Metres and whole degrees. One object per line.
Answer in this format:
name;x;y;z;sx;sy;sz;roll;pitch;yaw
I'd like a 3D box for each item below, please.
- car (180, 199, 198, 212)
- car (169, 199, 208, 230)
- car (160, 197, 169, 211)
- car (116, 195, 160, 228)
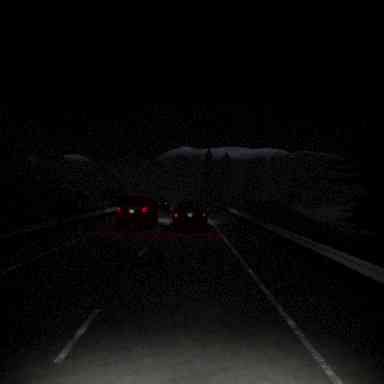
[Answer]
car;-0.354;1.579;40.906;2.033;1.411;5.357;0;0;-1
car;-0.133;1.368;21.236;2.097;1.767;4.553;0;0;-1
car;-3.861;1.391;41.378;2.097;1.767;4.553;0;0;-1
car;-3.644;1.244;22.536;2.150;2.045;5.566;0;0;-1
